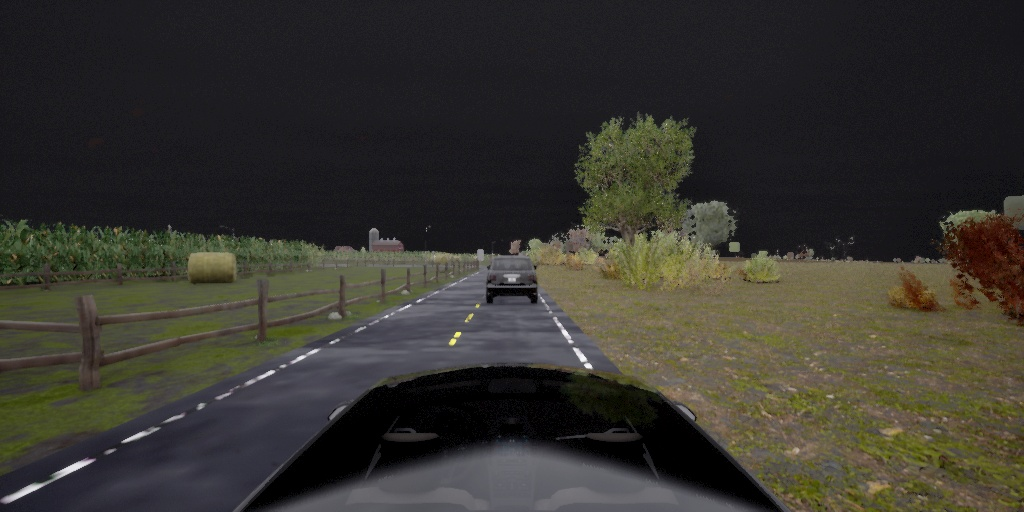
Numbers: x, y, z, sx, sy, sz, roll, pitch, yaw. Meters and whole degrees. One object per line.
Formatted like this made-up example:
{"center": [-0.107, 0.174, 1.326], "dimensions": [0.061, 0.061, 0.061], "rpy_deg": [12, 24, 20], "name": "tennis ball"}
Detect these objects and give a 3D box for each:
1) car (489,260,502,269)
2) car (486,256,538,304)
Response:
{"center": [-2.750, 1.413, 60.459], "dimensions": [1.994, 1.385, 4.181], "rpy_deg": [0, 0, 0], "name": "car"}
{"center": [0.000, 1.009, 16.531], "dimensions": [2.150, 2.045, 5.566], "rpy_deg": [0, 0, 0], "name": "car"}
